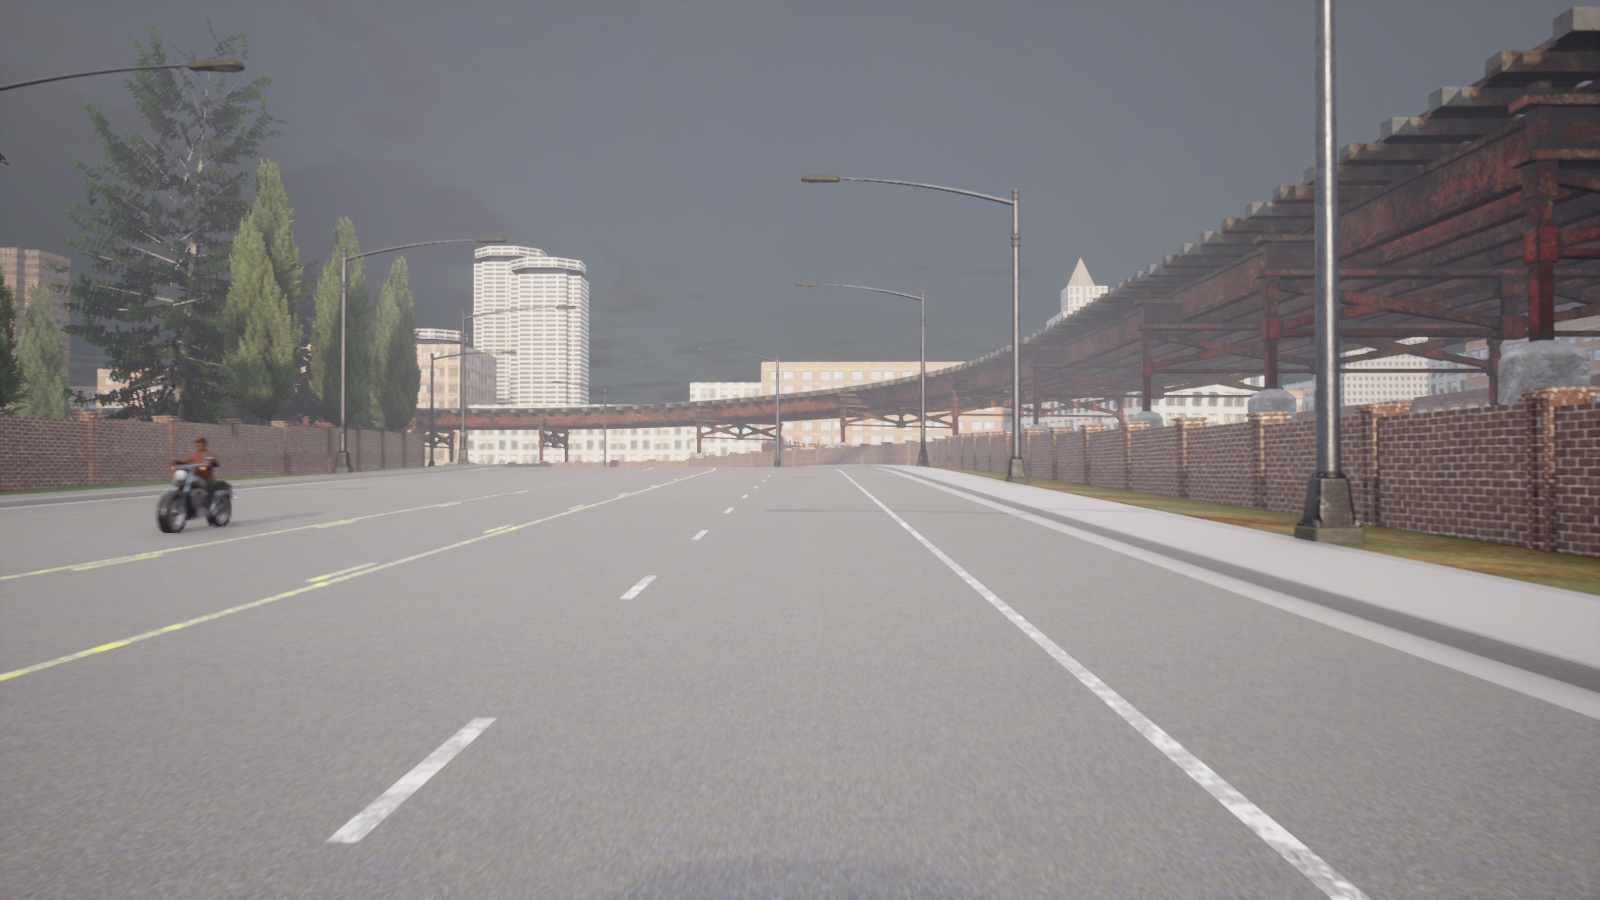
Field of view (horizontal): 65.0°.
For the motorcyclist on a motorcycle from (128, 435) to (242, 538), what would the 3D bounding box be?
[{"bbox_3d":[-10.360,0.573,21.270,0.766,1.649,2.350,0,0,0],"label":"motorcyclist on a motorcycle"}]
